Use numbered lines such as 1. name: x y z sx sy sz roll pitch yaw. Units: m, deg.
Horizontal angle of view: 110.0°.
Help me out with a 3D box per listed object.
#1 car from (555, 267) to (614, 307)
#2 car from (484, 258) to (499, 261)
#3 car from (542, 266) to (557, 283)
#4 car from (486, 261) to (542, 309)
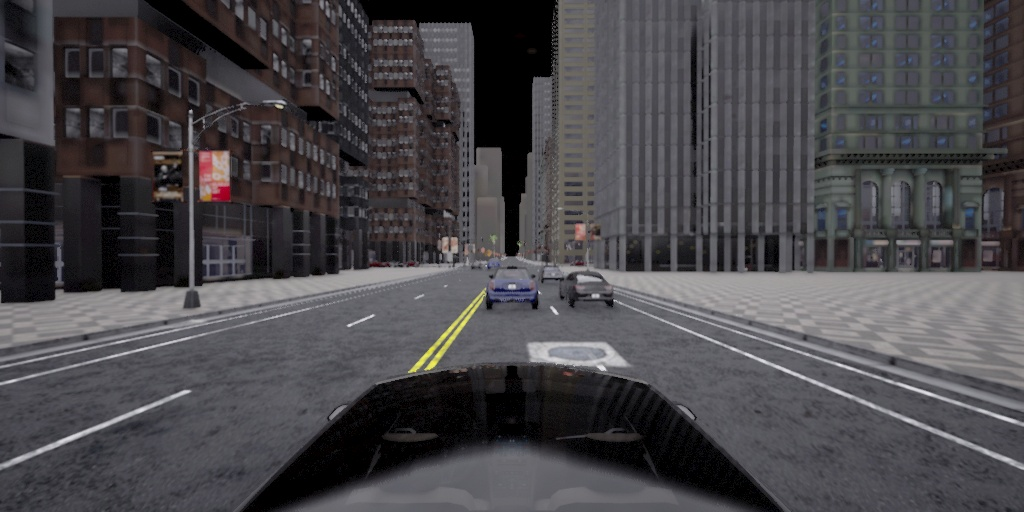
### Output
1. car: 3.263 1.401 16.228 1.812 1.442 4.674 0 0 0
2. car: -3.263 1.442 64.531 2.150 2.045 5.566 0 0 1
3. car: 3.266 1.540 30.824 2.033 1.411 5.357 0 0 0
4. car: 0.011 1.223 15.911 2.097 1.767 4.553 0 -1 0
